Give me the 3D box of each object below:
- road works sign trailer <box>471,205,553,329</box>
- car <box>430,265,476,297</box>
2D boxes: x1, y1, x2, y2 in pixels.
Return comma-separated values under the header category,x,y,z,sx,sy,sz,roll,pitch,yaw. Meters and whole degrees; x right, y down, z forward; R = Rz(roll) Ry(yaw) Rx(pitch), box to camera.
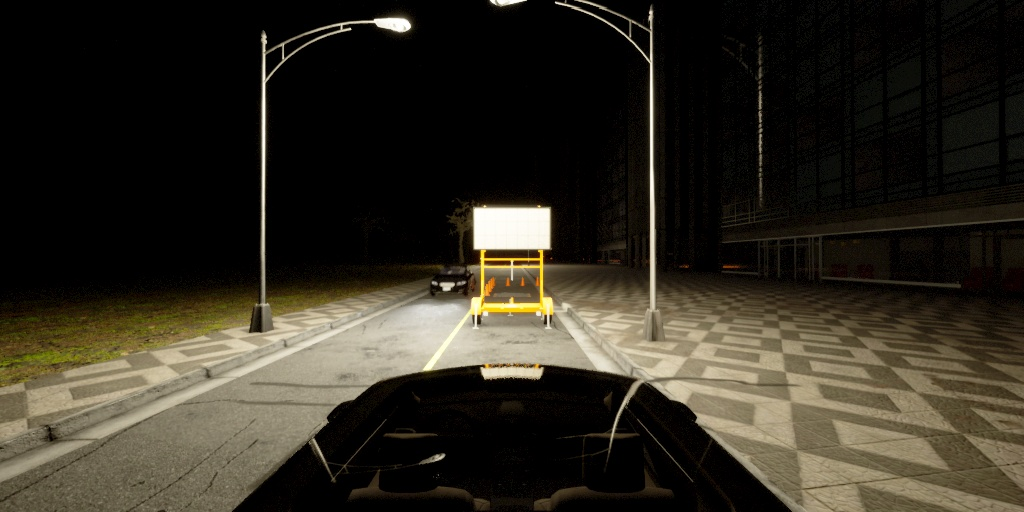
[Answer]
category,x,y,z,sx,sy,sz,roll,pitch,yaw
road works sign trailer,0.002,0.217,11.220,2.380,3.560,2.880,0,0,0
car,-2.996,1.246,18.929,2.128,1.511,4.902,0,0,0
